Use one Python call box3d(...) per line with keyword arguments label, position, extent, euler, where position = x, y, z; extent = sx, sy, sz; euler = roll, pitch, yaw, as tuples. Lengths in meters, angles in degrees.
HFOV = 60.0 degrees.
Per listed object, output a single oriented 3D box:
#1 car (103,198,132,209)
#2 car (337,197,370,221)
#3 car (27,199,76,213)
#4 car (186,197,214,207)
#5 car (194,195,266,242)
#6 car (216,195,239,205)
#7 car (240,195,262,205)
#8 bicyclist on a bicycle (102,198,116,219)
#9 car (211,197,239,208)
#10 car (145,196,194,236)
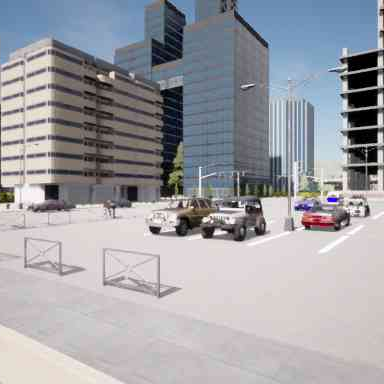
box3d(label="car", position=(-10.356, 1.564, 46.560), extent=(1.994, 1.385, 4.181), euler=(0, 0, 35))
box3d(label="car", position=(14.074, 1.395, 28.607), extent=(1.970, 1.475, 3.806), euler=(0, 0, 34))
box3d(label="car", position=(-15.980, 1.547, 38.185), extent=(2.033, 1.411, 5.357), euler=(0, 0, 34))
box3d(label="car", position=(1.293, 1.491, 51.161), extent=(2.128, 1.511, 4.902), euler=(0, 0, 34))
box3d(label="car", position=(2.074, 1.156, 15.629), extent=(1.905, 1.878, 3.866), euler=(0, 0, 34))
box3d(label="car", position=(6.330, 1.352, 58.795), extent=(2.097, 1.767, 4.553), euler=(0, 0, 34))
box3d(label="car", position=(10.365, 1.352, 58.368), extent=(2.097, 1.767, 4.553), euler=(0, 0, 34))
box3d(label="bicyclist on a bicycle", position=(-6.542, 1.302, 26.240), extent=(1.656, 1.620, 0.582), euler=(0, 0, 34))
box3d(label="car", position=(5.107, 1.547, 50.488), extent=(2.033, 1.411, 5.357), euler=(0, 0, 33))
box3d(label="car", position=(-0.296, 1.153, 17.291), extent=(1.932, 1.855, 4.605), euler=(0, 0, 34))
